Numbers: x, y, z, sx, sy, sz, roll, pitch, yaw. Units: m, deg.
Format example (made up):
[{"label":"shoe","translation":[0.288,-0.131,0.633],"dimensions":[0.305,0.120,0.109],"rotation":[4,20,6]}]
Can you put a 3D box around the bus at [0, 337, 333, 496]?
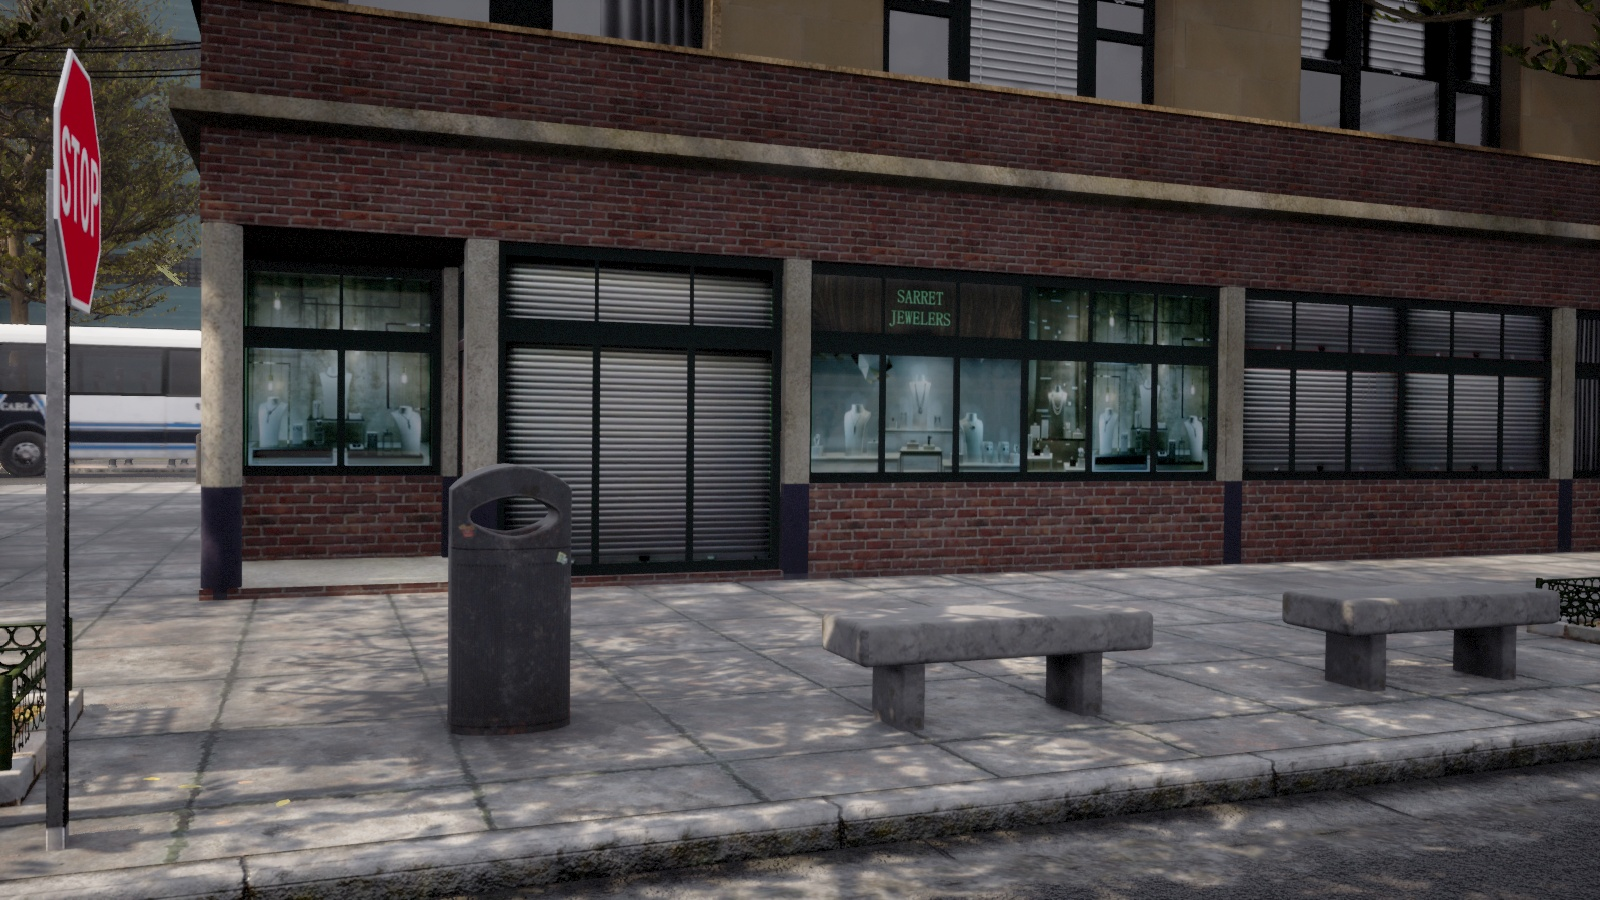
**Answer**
[{"label":"bus","translation":[-19.126,-0.966,36.546],"dimensions":[10.273,4.253,3.944],"rotation":[-1,1,-21]}]
